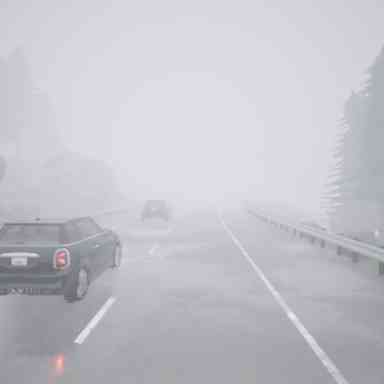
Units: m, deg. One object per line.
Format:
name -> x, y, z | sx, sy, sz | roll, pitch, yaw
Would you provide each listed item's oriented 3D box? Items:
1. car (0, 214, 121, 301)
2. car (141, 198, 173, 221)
car -> -3.254, 1.350, 8.463 | 2.097, 1.767, 4.553 | 0, 0, 1
car -> -2.748, 1.355, 26.984 | 2.097, 1.767, 4.553 | 0, 0, 2
